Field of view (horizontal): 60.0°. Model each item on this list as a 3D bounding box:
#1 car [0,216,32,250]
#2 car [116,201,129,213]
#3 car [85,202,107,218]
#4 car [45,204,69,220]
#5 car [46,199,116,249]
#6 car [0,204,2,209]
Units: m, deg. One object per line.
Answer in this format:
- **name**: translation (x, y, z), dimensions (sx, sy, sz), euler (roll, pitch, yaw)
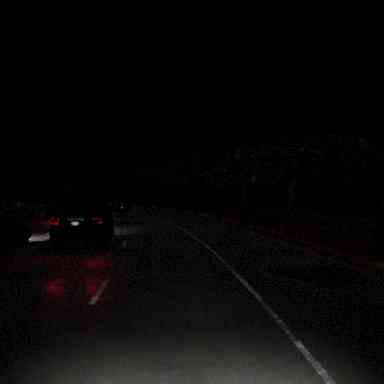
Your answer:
- **car**: translation (-8.062, 1.640, 13.110), dimensions (2.033, 1.411, 5.357), euler (0, 0, -9)
- **car**: translation (-9.122, 1.825, 41.300), dimensions (1.994, 1.385, 4.181), euler (0, 0, -23)
- **car**: translation (-9.900, 1.752, 34.006), dimensions (1.812, 1.442, 4.674), euler (0, 0, -20)
- **car**: translation (-12.644, 1.825, 31.415), dimensions (1.895, 1.301, 4.718), euler (0, 0, -19)
- **car**: translation (-4.920, 1.318, 15.402), dimensions (2.150, 2.045, 5.566), euler (0, 0, -9)
- **car**: translation (-29.300, 1.992, 48.960), dimensions (1.994, 1.385, 4.181), euler (0, 0, -33)
